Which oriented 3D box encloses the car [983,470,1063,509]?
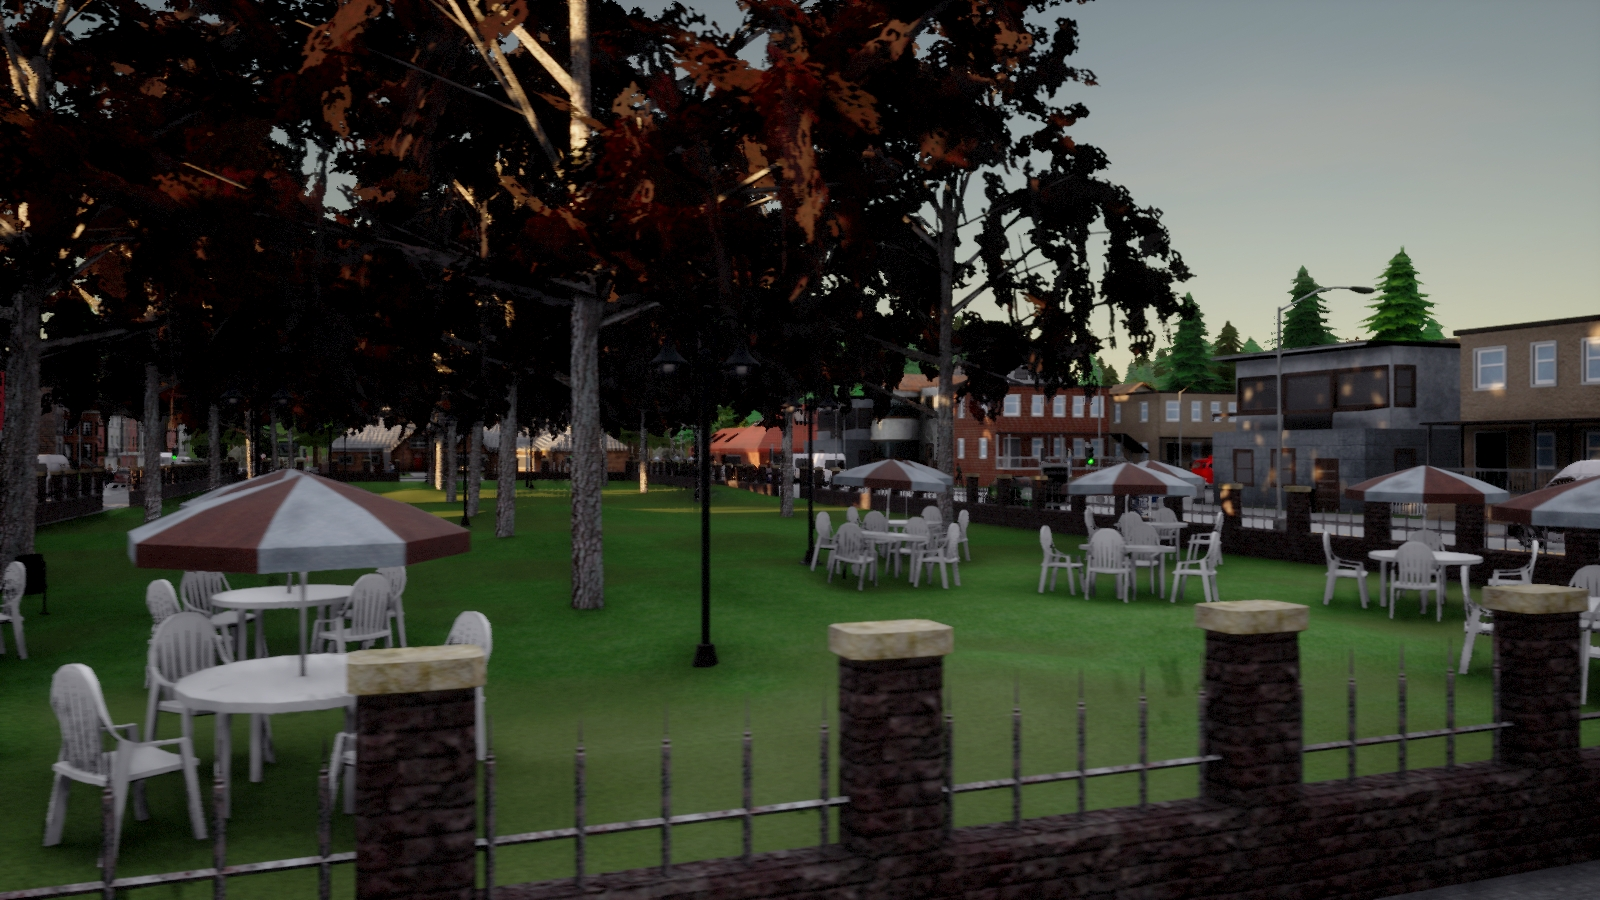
[{"bbox_3d":[10.225,1.780,52.717,1.851,1.617,3.988,0,0,-20],"label":"car"}]

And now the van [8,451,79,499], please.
[{"bbox_3d":[-41.839,1.314,63.334,1.988,2.561,5.915,0,0,-20],"label":"van"}]

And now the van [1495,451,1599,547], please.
[{"bbox_3d":[22.352,1.315,31.098,1.988,2.561,5.915,0,0,-20],"label":"van"}]
